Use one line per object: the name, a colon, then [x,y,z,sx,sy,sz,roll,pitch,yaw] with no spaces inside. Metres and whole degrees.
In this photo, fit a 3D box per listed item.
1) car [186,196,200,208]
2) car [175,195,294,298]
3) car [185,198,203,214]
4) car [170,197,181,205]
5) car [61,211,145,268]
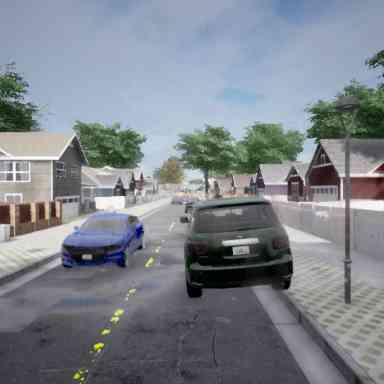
car: [0.182,1.416,46.601,1.882,1.535,5.008,0,0,1]
car: [0.902,1.143,8.673,2.150,2.045,5.566,-5,0,0]
car: [0.189,1.461,36.234,1.837,1.490,4.892,0,0,0]
car: [-2.564,1.468,56.276,2.033,1.411,5.357,0,0,0]
car: [-2.813,1.470,11.437,1.882,1.535,5.008,0,0,0]
